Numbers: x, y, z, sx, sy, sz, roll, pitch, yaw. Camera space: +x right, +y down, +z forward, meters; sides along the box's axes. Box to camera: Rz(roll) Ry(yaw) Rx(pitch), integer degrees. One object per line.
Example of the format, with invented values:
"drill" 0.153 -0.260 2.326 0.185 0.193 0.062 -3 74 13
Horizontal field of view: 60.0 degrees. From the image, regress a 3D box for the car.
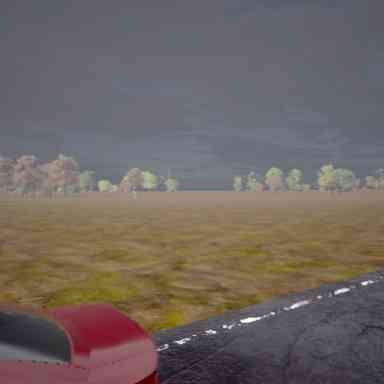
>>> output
"car" -2.513 1.481 1.586 5.008 1.535 1.882 0 0 -35
